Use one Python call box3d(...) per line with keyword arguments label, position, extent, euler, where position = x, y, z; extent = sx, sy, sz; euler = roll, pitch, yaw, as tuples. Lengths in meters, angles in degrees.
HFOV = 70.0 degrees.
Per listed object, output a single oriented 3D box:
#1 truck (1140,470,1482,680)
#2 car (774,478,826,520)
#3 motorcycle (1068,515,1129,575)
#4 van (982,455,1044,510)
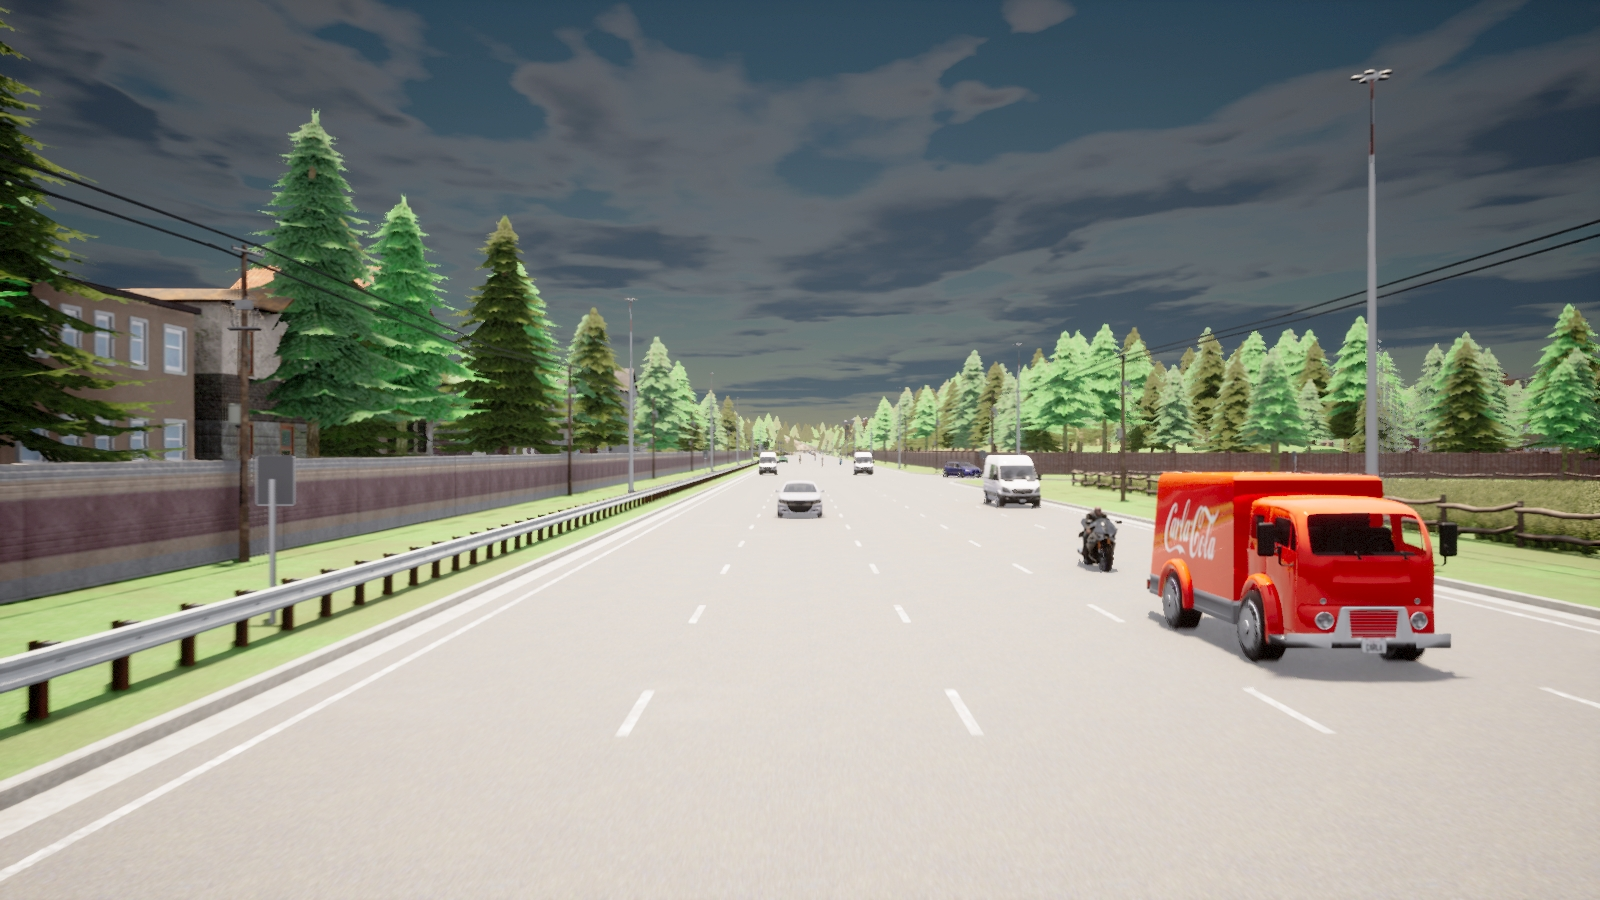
box3d(label="truck", position=(7.004, 1.568, 16.534), extent=(2.627, 2.467, 5.204), euler=(0, 0, 0))
box3d(label="car", position=(-0.002, 2.034, 48.318), extent=(2.097, 1.535, 5.006), euler=(0, 0, 0))
box3d(label="motorcycle", position=(6.998, 2.205, 26.905), extent=(0.867, 1.251, 2.209), euler=(0, 0, 0))
box3d(label="van", position=(10.493, 1.534, 56.744), extent=(1.988, 2.561, 5.915), euler=(0, 0, 0))
